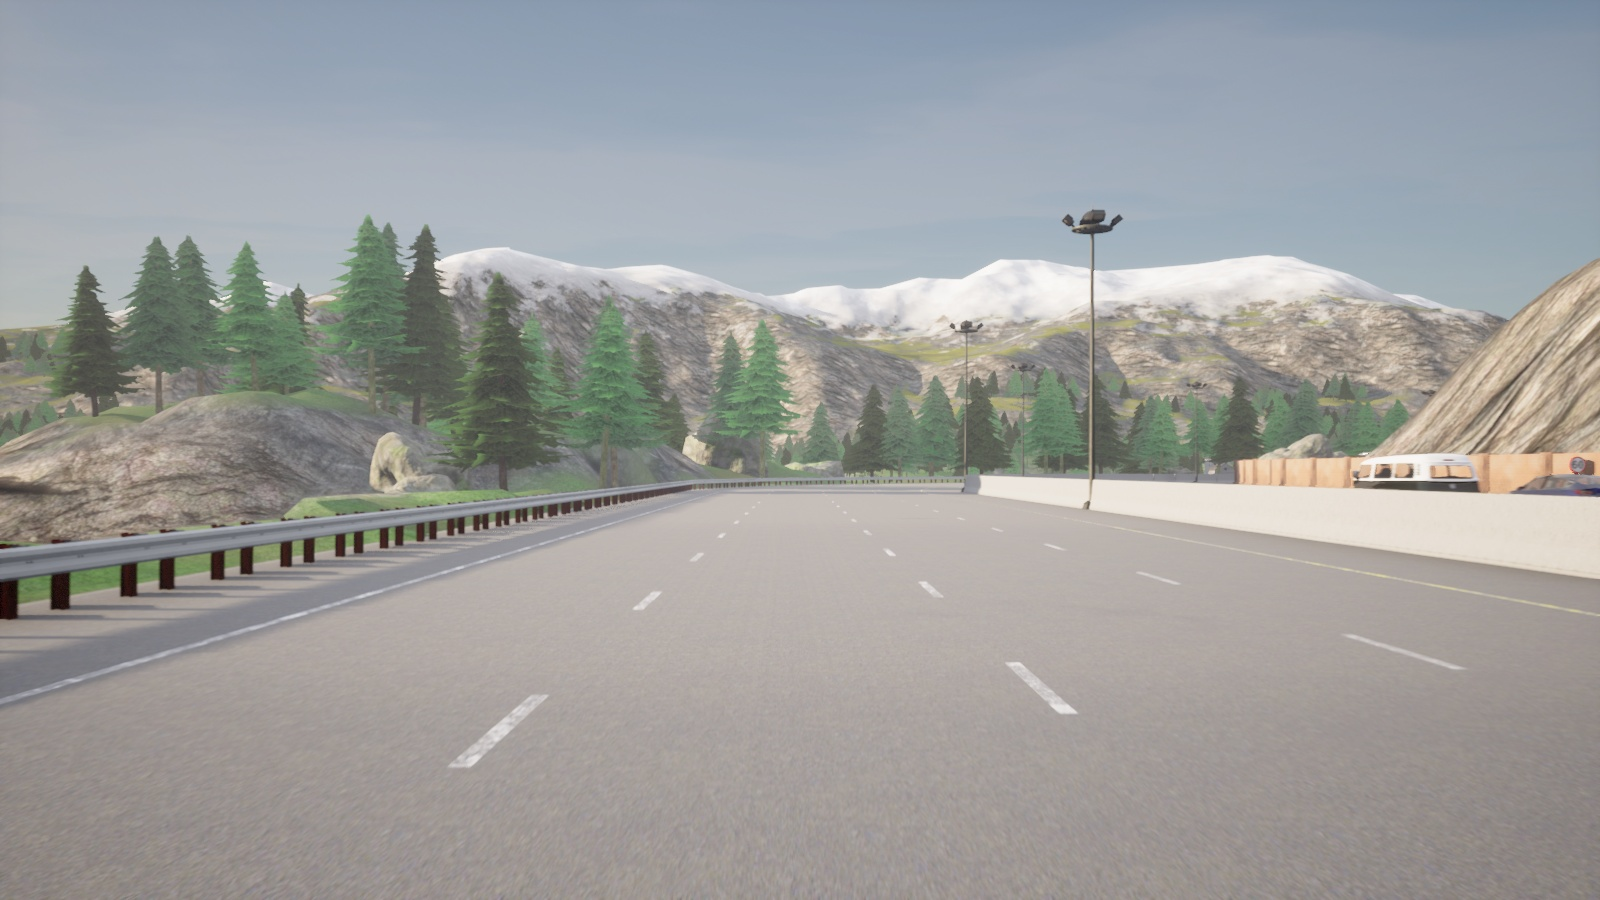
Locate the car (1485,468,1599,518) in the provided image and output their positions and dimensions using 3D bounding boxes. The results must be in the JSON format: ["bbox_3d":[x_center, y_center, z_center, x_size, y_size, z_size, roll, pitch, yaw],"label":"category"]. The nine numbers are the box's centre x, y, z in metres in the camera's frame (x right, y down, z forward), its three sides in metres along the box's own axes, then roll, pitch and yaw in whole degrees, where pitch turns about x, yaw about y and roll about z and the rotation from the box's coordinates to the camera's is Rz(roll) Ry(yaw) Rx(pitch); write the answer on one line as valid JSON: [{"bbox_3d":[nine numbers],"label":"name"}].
[{"bbox_3d":[24.402,1.327,40.321,2.163,1.488,4.792,0,-1,0],"label":"car"}]

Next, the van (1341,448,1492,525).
[{"bbox_3d":[17.413,1.008,35.764,2.069,2.038,4.480,0,-1,0],"label":"van"}]
